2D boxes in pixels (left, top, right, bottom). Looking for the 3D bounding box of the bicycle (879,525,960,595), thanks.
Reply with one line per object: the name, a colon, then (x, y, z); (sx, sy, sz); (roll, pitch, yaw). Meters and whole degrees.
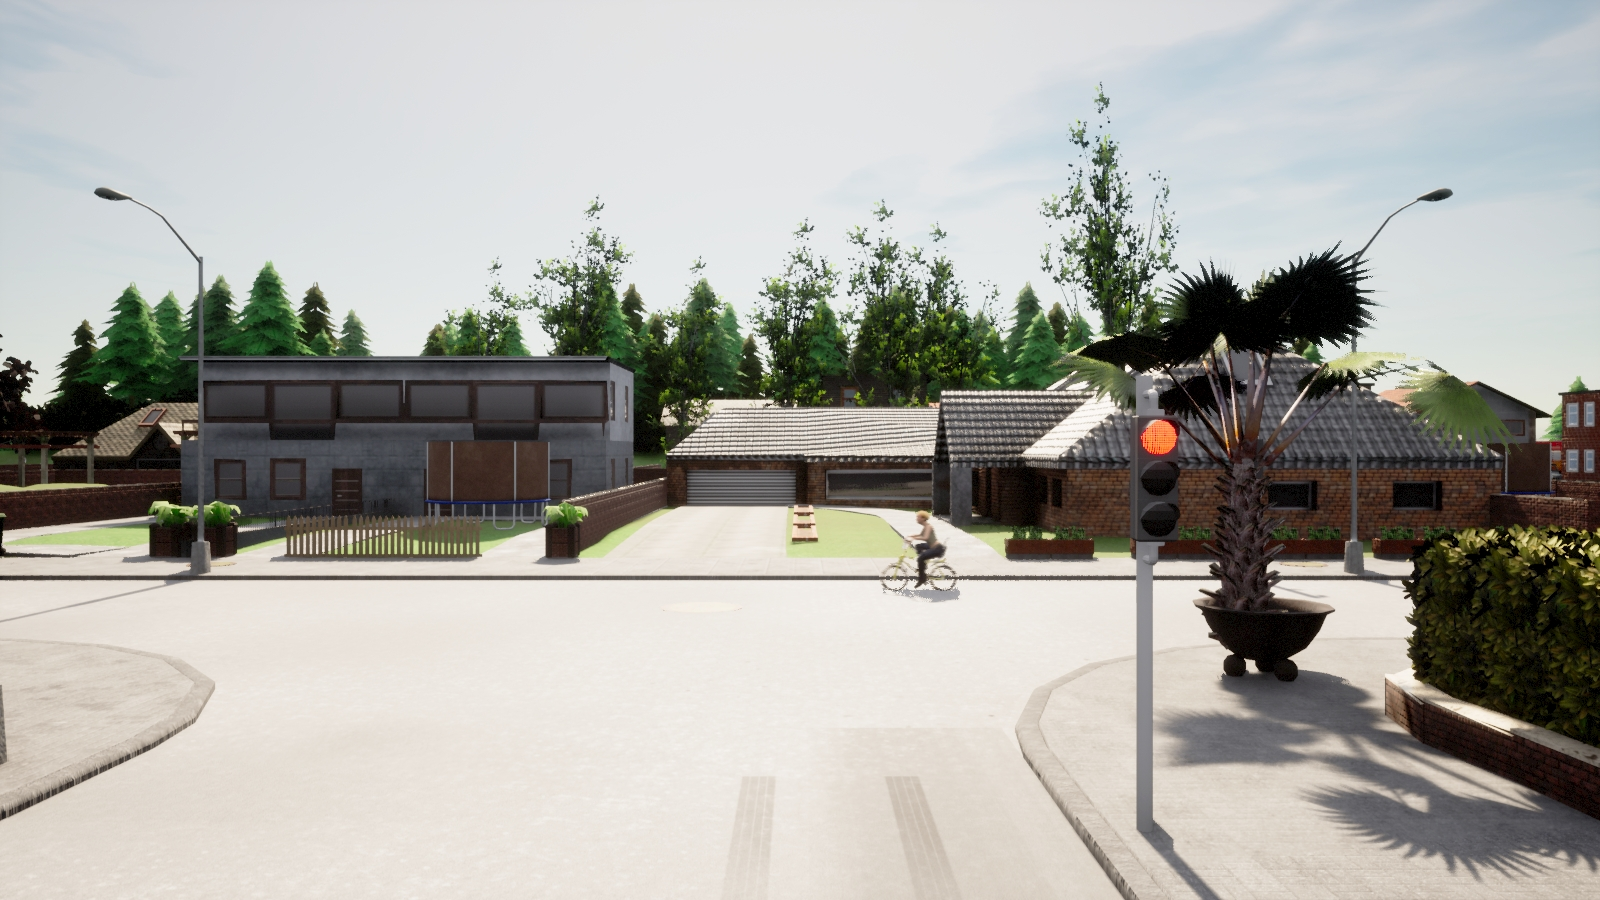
bicycle: (2.331, 2.149, 22.444); (1.487, 1.276, 0.859); (0, 0, 0)
